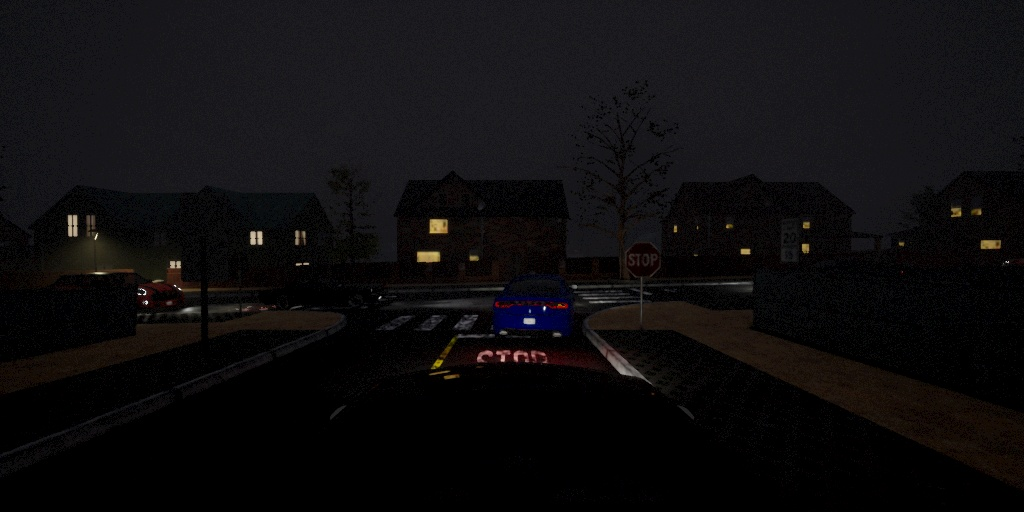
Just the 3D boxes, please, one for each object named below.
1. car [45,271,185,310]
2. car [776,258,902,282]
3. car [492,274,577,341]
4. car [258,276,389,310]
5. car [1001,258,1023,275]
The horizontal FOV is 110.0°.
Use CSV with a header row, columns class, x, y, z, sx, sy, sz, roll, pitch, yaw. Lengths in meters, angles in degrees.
class,x,y,z,sx,sy,sz,roll,pitch,yaw
car,-16.802,1.471,15.213,4.553,1.767,2.097,-1,1,0
car,16.546,0.836,18.186,5.357,1.411,2.033,-1,1,0
car,0.784,1.226,10.015,1.882,1.535,5.008,0,0,10
car,-7.814,1.506,15.222,4.718,1.301,1.895,-1,1,0
car,27.980,0.371,18.184,4.553,1.767,2.097,-1,1,0
